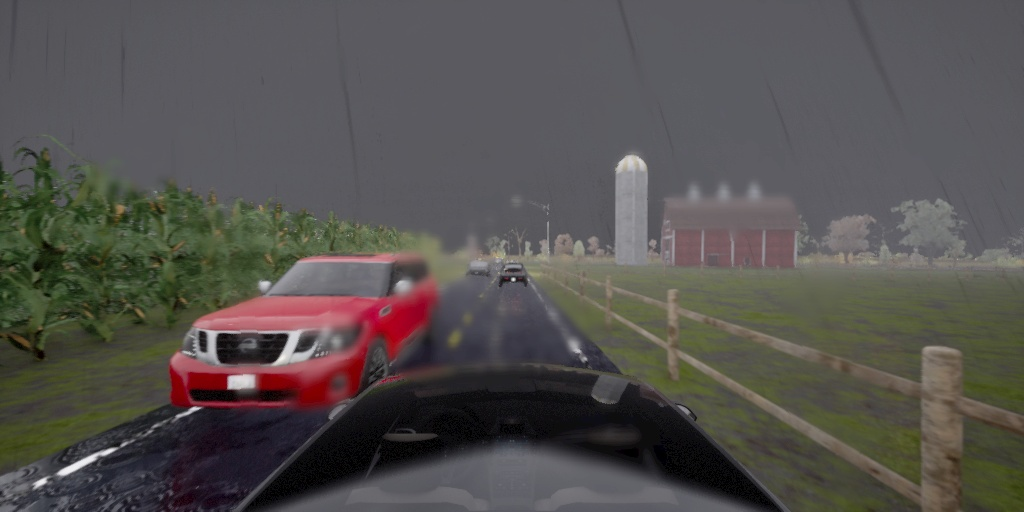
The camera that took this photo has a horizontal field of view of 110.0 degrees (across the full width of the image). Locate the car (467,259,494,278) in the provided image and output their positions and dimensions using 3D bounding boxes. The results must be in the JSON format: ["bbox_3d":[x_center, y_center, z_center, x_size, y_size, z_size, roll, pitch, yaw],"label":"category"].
[{"bbox_3d":[-2.882,1.136,32.327,1.882,1.535,5.008,0,0,0],"label":"car"}]

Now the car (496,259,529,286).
[{"bbox_3d":[0.080,1.185,24.475,1.837,1.490,4.892,0,0,0],"label":"car"}]

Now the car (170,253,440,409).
[{"bbox_3d":[-2.805,0.955,6.507,2.150,2.045,5.566,0,0,0],"label":"car"}]
